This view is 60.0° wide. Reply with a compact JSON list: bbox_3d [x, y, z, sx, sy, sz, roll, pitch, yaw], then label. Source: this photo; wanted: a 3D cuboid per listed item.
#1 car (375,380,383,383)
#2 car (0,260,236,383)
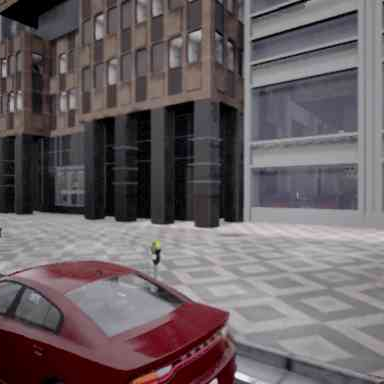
[{"bbox_3d":[2.842,1.540,0.954,4.507,1.381,1.887,0,0,35],"label":"car"},{"bbox_3d":[-1.657,1.554,4.160,4.507,1.381,1.887,0,0,35],"label":"car"}]
